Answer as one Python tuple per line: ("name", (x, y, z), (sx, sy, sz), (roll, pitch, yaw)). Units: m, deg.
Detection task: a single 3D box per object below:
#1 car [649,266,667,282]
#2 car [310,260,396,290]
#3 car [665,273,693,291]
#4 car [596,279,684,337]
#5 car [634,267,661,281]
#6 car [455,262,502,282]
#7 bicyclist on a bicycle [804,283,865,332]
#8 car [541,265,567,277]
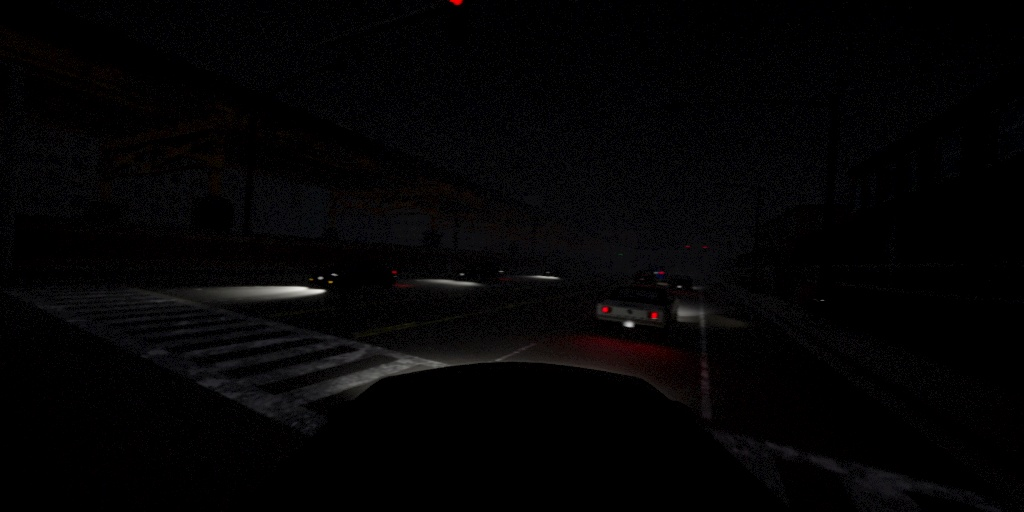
("car", (19.459, 2.356, 48.139), (2.150, 2.045, 5.566), (3, 0, 28))
("car", (-8.036, 0.907, 18.542), (1.994, 1.385, 4.181), (3, 0, 28))
("car", (15.572, 2.430, 33.045), (1.895, 1.301, 4.718), (3, 0, 28))
("car", (4.297, 1.654, 11.755), (1.895, 1.301, 4.718), (3, 0, 29))
("car", (14.278, 2.252, 38.207), (1.882, 1.535, 5.008), (3, 0, 28))
("car", (-2.590, 1.223, 28.923), (1.837, 1.490, 4.892), (3, 0, 28))
("bicyclist on a bicycle", (11.208, 1.771, 12.458), (1.656, 1.620, 0.582), (4, 0, 28))
("car", (5.141, 1.815, 43.570), (1.994, 1.385, 4.181), (3, 0, 28))
